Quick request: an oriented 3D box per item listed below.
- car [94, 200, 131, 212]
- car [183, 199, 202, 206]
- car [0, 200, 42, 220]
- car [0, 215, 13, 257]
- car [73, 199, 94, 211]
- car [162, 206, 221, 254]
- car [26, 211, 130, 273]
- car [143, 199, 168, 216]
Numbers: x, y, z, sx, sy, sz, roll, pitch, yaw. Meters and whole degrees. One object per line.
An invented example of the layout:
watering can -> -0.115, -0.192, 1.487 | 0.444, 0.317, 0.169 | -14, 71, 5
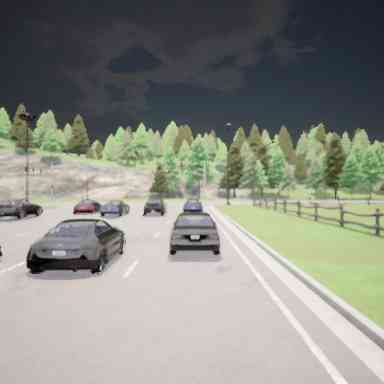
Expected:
car -> -6.904, 1.432, 30.134 | 2.033, 1.411, 5.357 | 0, 0, 0
car -> 0.094, 1.435, 33.481 | 1.994, 1.385, 4.181 | 0, 0, 0
car -> -13.904, 1.389, 26.915 | 2.128, 1.511, 4.902 | 0, 0, 0
car -> -6.902, 1.531, 8.703 | 1.994, 1.385, 4.181 | 0, 0, 0
car -> -10.405, 1.436, 33.555 | 1.994, 1.385, 4.181 | 0, 0, 0
car -> 0.098, 1.497, 13.249 | 2.033, 1.411, 5.357 | 0, 0, 0
car -> -3.403, 1.524, 10.510 | 1.994, 1.385, 4.181 | 0, 0, 0
car -> -3.404, 1.384, 31.313 | 1.837, 1.490, 4.892 | 0, 0, 0
